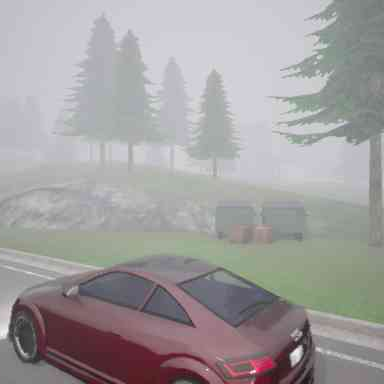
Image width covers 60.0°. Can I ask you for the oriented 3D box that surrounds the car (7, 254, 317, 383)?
[{"bbox_3d":[-0.601,1.563,4.421,4.181,1.385,1.994,0,0,36],"label":"car"}]
